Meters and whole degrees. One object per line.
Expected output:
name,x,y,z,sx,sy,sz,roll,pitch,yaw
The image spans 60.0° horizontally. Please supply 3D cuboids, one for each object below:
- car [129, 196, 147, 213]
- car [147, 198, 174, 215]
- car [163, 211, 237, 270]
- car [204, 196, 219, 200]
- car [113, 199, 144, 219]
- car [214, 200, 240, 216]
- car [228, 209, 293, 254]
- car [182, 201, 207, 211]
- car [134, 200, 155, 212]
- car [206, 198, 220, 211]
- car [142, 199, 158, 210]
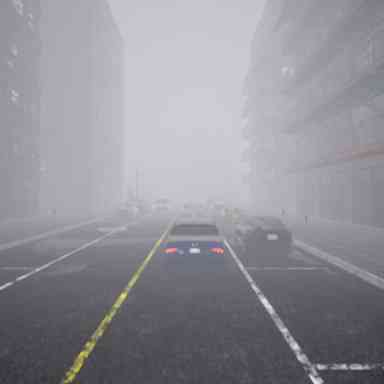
car,-5.802,1.401,35.194,2.192,1.841,5.009,1,0,0
car,-3.090,1.438,35.065,2.097,1.767,4.553,0,0,0
car,0.083,1.574,11.120,2.033,1.411,5.357,0,0,0
car,2.846,1.429,46.296,2.192,1.841,5.009,1,0,0
car,-5.806,1.623,29.626,2.008,1.369,4.403,1,0,0
car,2.841,1.584,24.193,1.752,1.417,4.829,1,0,0
car,2.773,1.598,13.529,1.947,1.339,4.313,1,0,0
car,0.096,1.673,29.741,1.895,1.301,4.718,0,0,0
car,-5.805,1.666,40.762,1.947,1.339,4.313,1,0,0
car,2.842,1.636,35.160,2.008,1.369,4.403,1,0,0
car,-5.804,1.697,46.330,1.802,1.307,4.206,1,0,0
